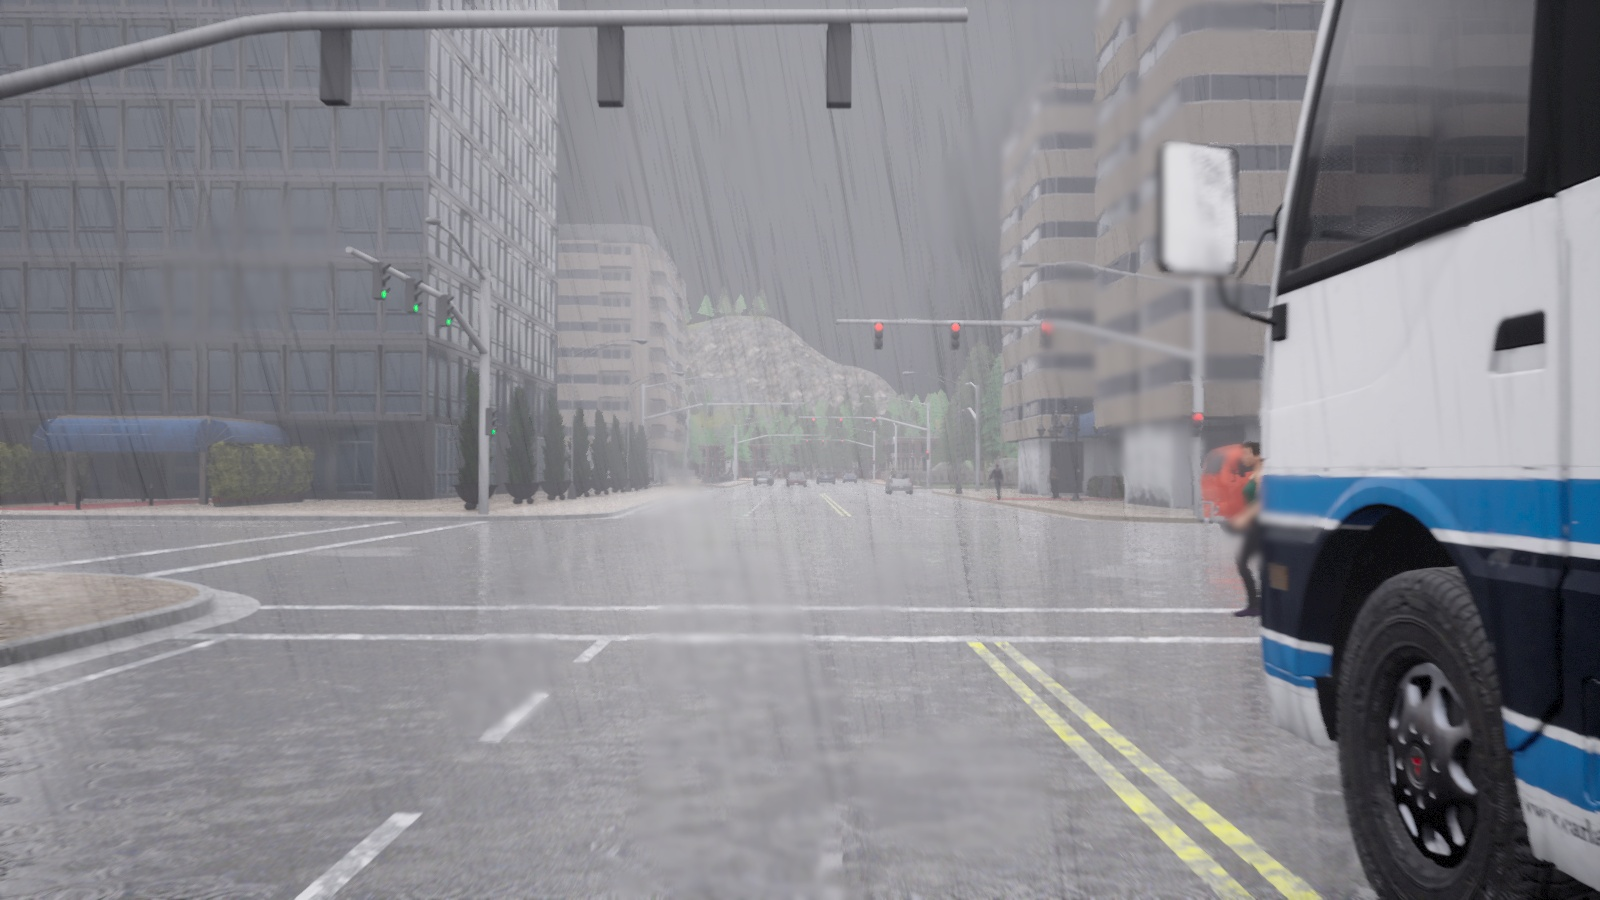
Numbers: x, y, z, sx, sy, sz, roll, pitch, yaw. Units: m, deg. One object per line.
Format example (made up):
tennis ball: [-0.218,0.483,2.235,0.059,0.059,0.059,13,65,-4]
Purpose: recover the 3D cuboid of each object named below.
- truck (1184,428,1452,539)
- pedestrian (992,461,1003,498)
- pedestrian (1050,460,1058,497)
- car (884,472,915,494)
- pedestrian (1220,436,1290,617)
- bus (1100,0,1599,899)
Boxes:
truck: [12.090,0.776,29.639,5.204,2.467,2.627,0,-1,-1]
pedestrian: [9.829,1.467,62.446,0.376,1.854,0.720,0,-1,-2]
pedestrian: [13.021,1.464,64.387,0.331,1.846,0.634,0,-1,7]
car: [6.786,2.242,86.074,1.845,1.501,3.633,0,-1,0]
pedestrian: [4.685,0.781,12.943,0.594,1.836,0.345,0,-1,6]
bus: [3.492,-0.557,1.114,3.944,4.253,10.273,0,-1,0]
